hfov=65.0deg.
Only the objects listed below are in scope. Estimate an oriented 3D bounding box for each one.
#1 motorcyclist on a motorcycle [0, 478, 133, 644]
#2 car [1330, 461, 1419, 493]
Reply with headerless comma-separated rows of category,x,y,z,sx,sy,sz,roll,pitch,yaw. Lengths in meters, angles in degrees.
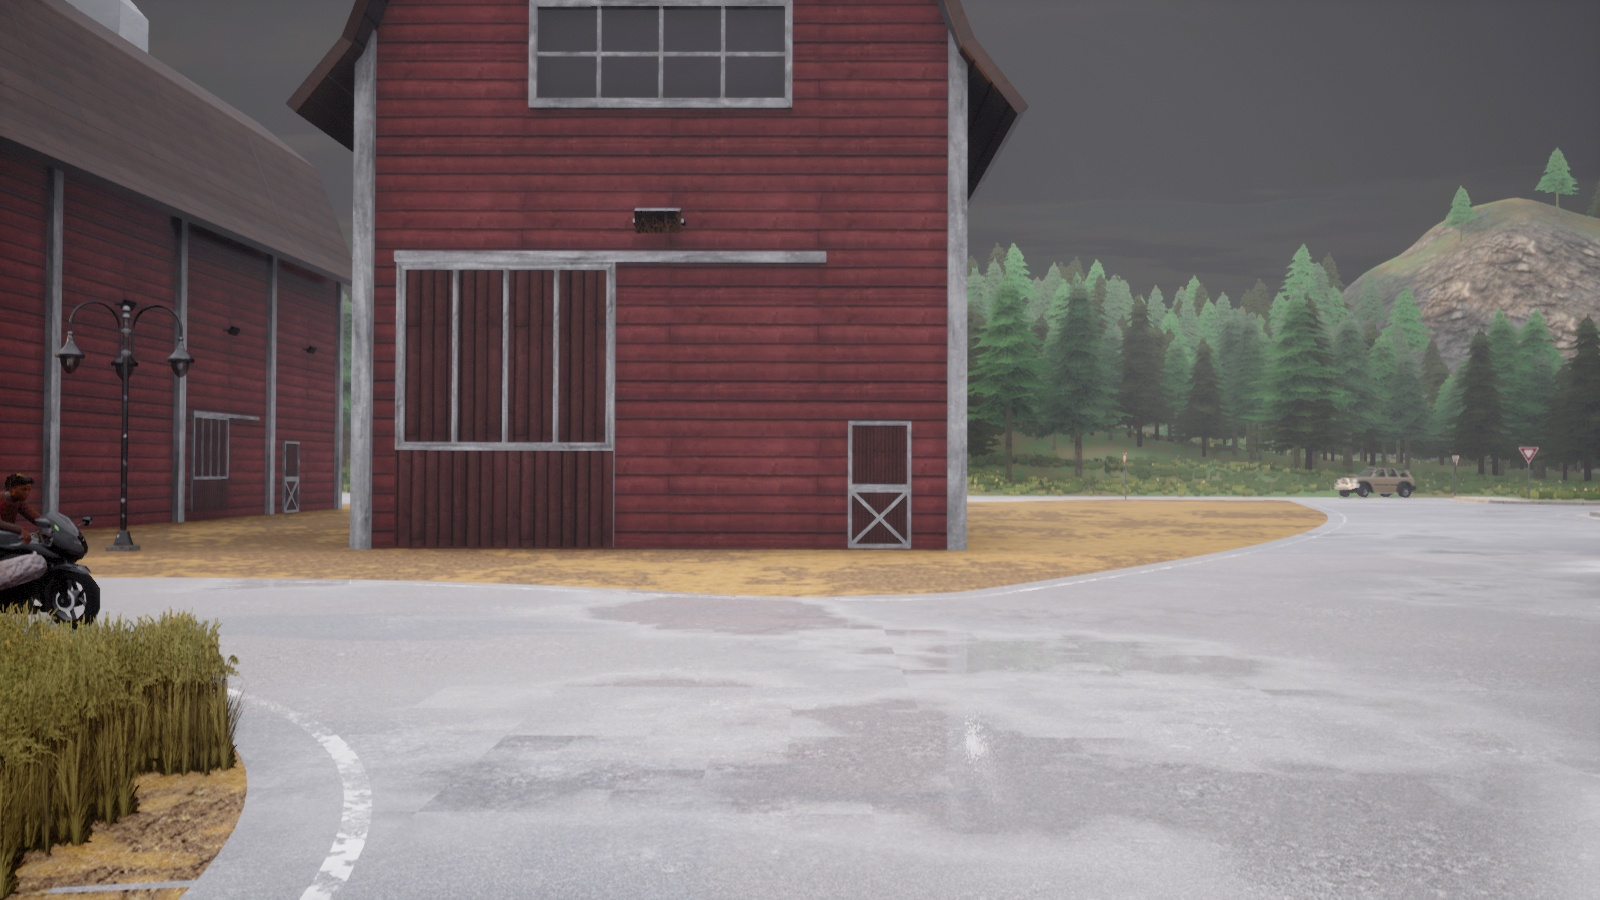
motorcyclist on a motorcycle,-7.630,1.039,12.093,2.044,1.523,0.797,0,-1,7
car,34.120,1.631,74.642,4.605,1.855,1.932,0,-3,-15
